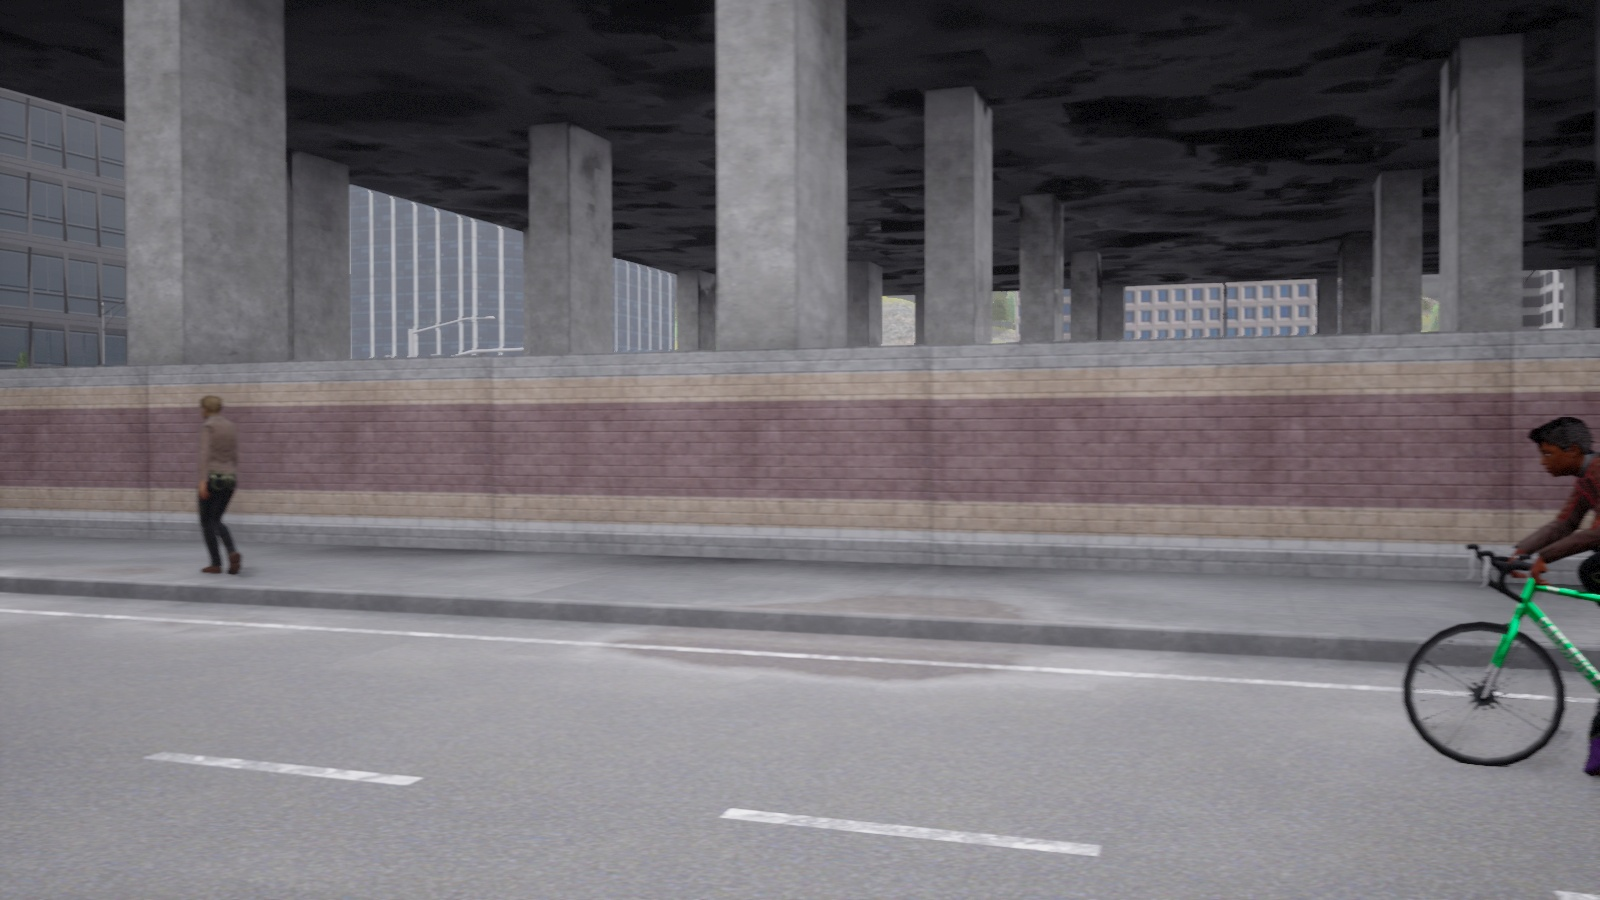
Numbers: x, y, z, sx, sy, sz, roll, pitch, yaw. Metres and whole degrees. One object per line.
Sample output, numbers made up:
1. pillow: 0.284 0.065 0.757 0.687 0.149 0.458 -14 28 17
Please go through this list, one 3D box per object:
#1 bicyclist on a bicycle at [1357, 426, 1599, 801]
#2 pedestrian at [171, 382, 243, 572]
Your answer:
1. bicyclist on a bicycle: 3.470 0.701 5.717 1.656 1.620 0.582 0 1 19
2. pedestrian: -5.902 0.258 12.507 0.634 1.846 0.331 1 1 29
